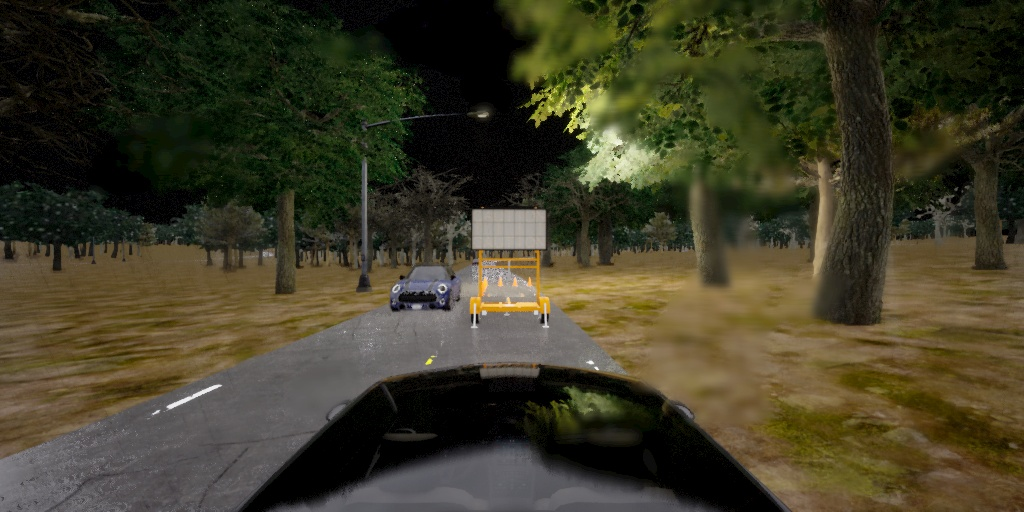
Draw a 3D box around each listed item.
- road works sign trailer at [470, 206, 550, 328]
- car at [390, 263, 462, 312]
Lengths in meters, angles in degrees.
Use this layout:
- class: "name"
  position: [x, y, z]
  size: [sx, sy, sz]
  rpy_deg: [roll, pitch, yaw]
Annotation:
- class: "road works sign trailer"
  position: [-0.093, 0.225, 11.424]
  size: [2.380, 3.560, 2.880]
  rpy_deg: [0, 0, -2]
- class: "car"
  position: [-3.248, 1.115, 14.249]
  size: [2.097, 1.767, 4.553]
  rpy_deg: [0, 0, -2]
